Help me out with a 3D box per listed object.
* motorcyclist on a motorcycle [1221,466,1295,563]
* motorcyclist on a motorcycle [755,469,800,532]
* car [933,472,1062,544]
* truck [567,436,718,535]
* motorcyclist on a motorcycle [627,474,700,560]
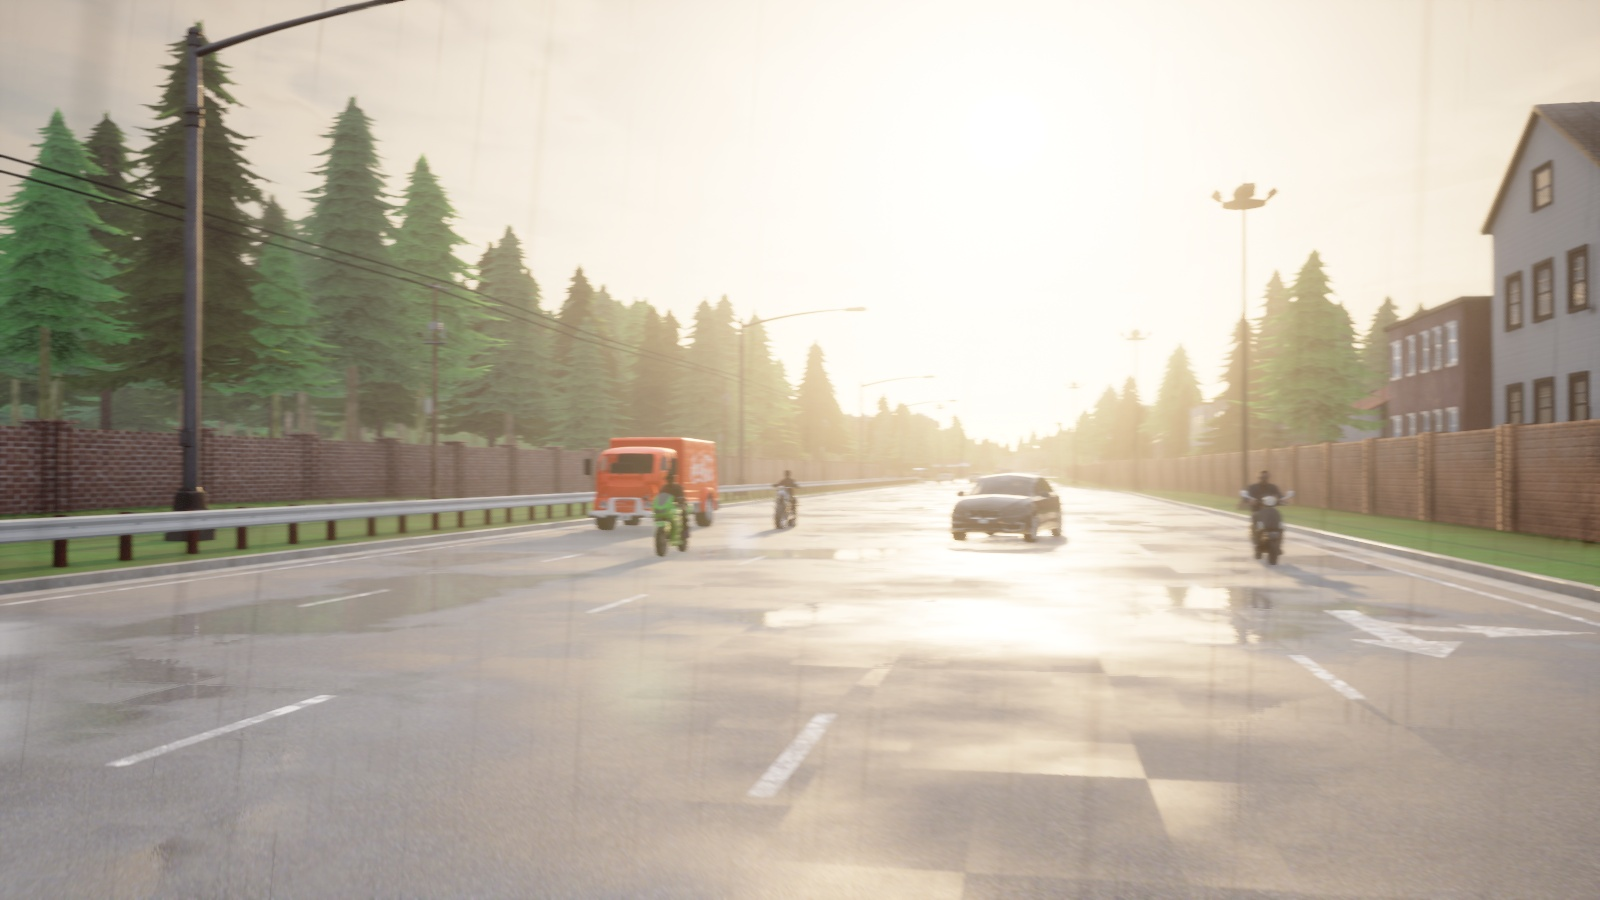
[{"bbox_3d":[7.829,1.074,21.542,0.866,1.590,1.817,-1,-1,10],"label":"motorcyclist on a motorcycle"},{"bbox_3d":[-0.585,1.348,34.259,0.766,1.649,2.350,-1,-1,11],"label":"motorcyclist on a motorcycle"},{"bbox_3d":[4.682,1.278,29.196,1.837,1.490,4.892,-1,-1,23],"label":"car"},{"bbox_3d":[-4.154,0.937,34.220,2.627,2.467,5.204,-1,-1,10],"label":"truck"},{"bbox_3d":[-2.516,1.209,23.314,0.797,1.523,2.044,-1,-1,10],"label":"motorcyclist on a motorcycle"}]
